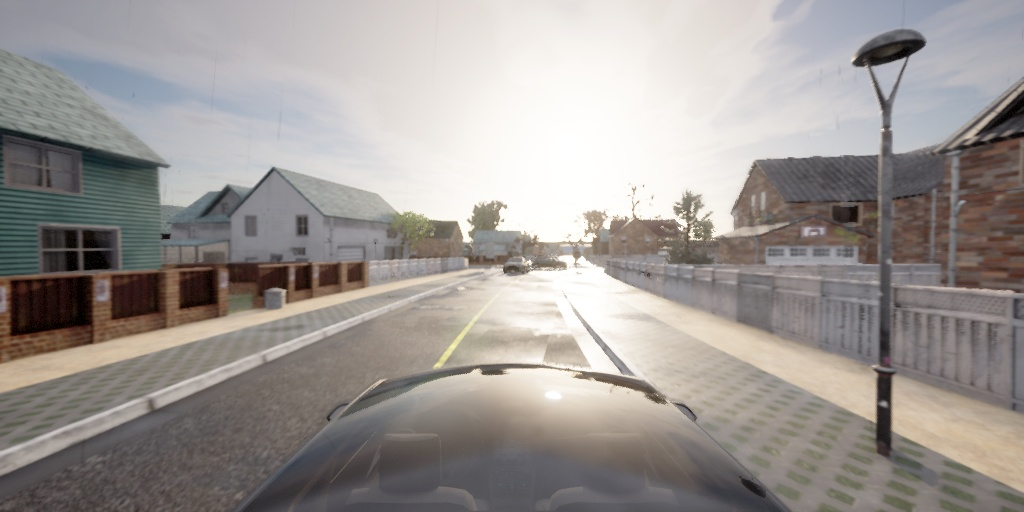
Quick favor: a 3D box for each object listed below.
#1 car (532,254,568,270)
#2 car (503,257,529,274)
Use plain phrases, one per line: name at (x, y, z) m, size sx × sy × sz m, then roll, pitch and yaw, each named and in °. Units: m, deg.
car at (4.839, 0.815, 45.801) m, size 4.553 × 1.767 × 2.097 m, roll 0°, pitch 1°, yaw 11°
car at (0.451, 0.876, 36.676) m, size 2.097 × 1.767 × 4.553 m, roll 0°, pitch 1°, yaw 10°
